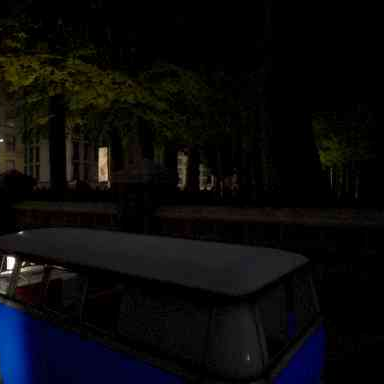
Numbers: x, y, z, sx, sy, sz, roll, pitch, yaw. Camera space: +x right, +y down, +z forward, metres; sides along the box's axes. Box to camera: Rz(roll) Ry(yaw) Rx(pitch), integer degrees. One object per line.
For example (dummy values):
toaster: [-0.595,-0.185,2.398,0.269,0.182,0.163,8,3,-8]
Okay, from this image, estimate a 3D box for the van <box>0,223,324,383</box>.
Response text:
van: [-0.749,1.341,3.395,3.998,1.788,1.690,0,0,36]
